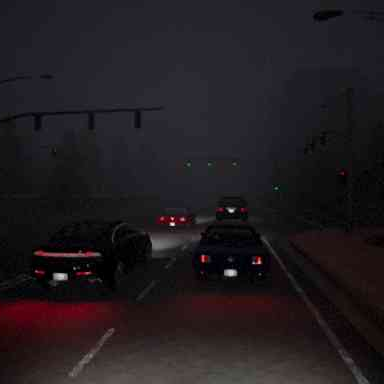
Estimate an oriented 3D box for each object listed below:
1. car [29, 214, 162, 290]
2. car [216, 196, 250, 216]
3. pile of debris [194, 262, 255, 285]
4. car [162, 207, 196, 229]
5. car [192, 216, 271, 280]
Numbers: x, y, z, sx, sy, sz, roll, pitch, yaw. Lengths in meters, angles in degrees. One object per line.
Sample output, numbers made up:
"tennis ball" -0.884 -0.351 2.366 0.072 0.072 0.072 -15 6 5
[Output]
"car" -2.431 1.508 9.166 2.128 1.511 4.902 0 0 6
"car" 2.914 1.292 23.878 2.150 2.045 5.566 0 0 9
"pile of debris" 0.900 2.201 9.125 1.500 0.140 1.860 0 0 7
"car" -0.867 1.655 22.205 1.895 1.301 4.718 0 0 8
"car" 1.155 1.627 10.045 1.895 1.301 4.718 0 0 6
